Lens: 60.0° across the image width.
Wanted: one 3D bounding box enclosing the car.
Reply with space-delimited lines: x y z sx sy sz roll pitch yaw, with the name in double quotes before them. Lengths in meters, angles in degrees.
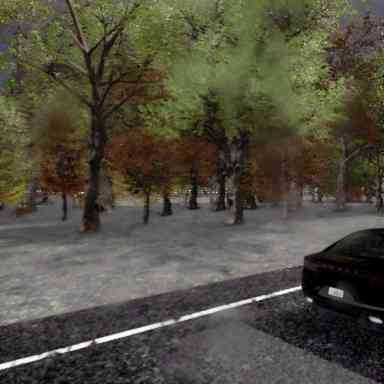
"car" 4.367 1.479 6.819 5.008 1.535 1.882 0 0 -35
